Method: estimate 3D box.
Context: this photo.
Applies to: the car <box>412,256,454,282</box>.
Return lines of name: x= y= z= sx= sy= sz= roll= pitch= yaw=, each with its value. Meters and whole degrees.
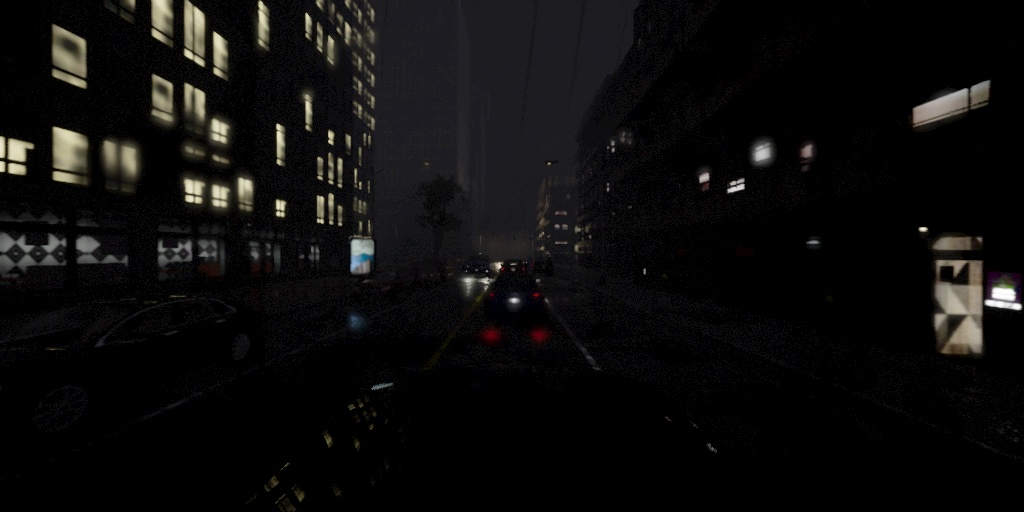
car: x=-5.676 y=0.979 z=27.427 sx=2.192 sy=1.841 sz=5.009 roll=0 pitch=0 yaw=0

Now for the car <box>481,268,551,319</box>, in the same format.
car: x=0.087 y=1.277 z=12.566 sx=1.994 sy=1.385 sz=4.181 roll=0 pitch=0 yaw=0

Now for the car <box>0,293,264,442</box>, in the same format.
car: x=-5.688 y=1.289 z=5.223 sx=2.007 sy=1.370 sz=4.403 roll=0 pitch=0 yaw=0

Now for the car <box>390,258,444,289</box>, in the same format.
car: x=-5.679 y=1.122 z=21.876 sx=1.967 sy=1.591 sz=4.097 roll=0 pitch=0 yaw=0

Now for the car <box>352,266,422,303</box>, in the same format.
car: x=-5.682 y=1.283 z=16.326 sx=1.802 sy=1.307 sz=4.207 roll=0 pitch=0 yaw=0

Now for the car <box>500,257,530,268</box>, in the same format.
car: x=0.098 y=1.012 z=28.745 sx=2.097 sy=1.767 sz=4.553 roll=0 pitch=0 yaw=0

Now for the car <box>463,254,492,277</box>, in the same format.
car: x=-3.082 y=0.864 z=33.937 sx=2.150 sy=2.045 sz=5.566 roll=0 pitch=0 yaw=0

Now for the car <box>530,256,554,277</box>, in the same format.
car: x=2.708 y=0.961 z=32.975 sx=2.192 sy=1.841 sz=5.009 roll=0 pitch=0 yaw=0
